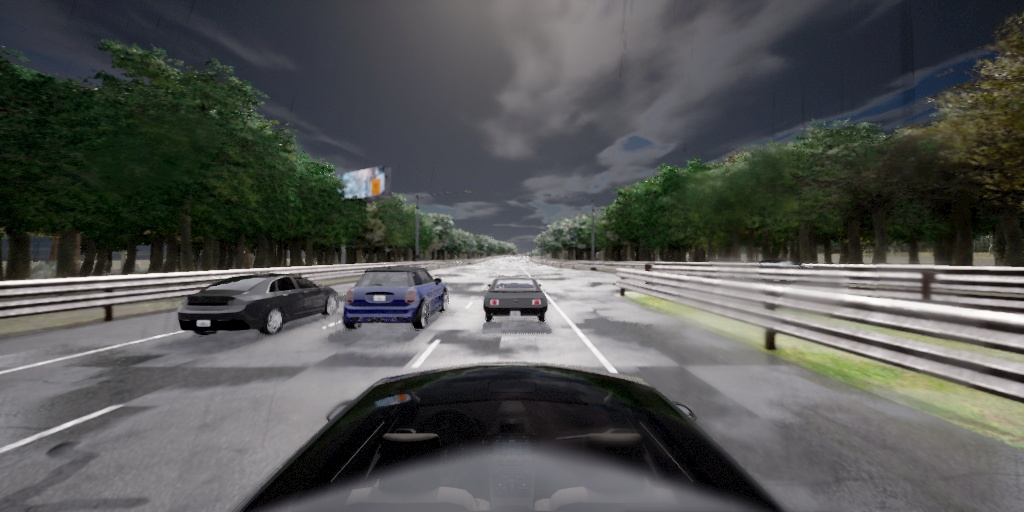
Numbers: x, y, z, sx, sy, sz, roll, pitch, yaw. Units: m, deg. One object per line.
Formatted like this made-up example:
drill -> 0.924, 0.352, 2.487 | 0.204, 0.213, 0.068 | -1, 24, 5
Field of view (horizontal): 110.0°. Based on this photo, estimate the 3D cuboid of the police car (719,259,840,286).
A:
police car -> 12.107, 0.975, 16.837 | 1.930, 1.638, 5.238 | 0, -1, -13

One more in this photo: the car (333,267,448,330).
car -> -3.399, 1.108, 11.331 | 2.097, 1.767, 4.553 | 0, 0, 0

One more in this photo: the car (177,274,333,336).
car -> -6.898, 1.260, 10.439 | 1.837, 1.490, 4.892 | 0, 0, 0

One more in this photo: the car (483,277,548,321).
car -> 0.095, 1.358, 12.466 | 1.895, 1.301, 4.718 | 0, 0, 0
